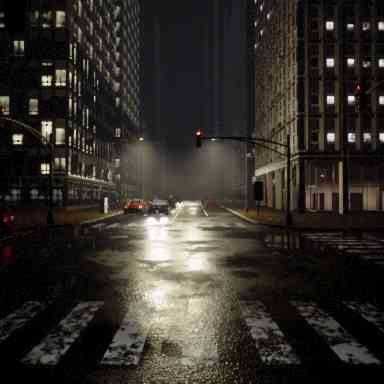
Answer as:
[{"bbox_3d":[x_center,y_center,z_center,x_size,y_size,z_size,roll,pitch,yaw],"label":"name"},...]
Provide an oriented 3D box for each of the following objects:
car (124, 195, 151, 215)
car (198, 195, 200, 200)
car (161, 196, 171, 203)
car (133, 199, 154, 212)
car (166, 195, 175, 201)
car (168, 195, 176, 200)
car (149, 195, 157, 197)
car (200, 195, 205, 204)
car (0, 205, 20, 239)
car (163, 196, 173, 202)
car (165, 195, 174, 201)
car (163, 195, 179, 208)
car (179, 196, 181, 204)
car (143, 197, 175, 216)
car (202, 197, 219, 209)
[{"bbox_3d":[-5.691,1.453,33.818,1.967,1.590,4.097,1,0,0],"label":"car"},{"bbox_3d":[2.672,1.590,61.767,1.947,1.339,4.313,1,0,0],"label":"car"},{"bbox_3d":[-5.713,1.573,72.844,1.887,1.381,4.507,1,0,0],"label":"car"},{"bbox_3d":[-5.697,1.597,39.393,1.802,1.307,4.206,1,0,0],"label":"car"},{"bbox_3d":[-5.722,1.587,89.569,2.008,1.369,4.403,1,0,0],"label":"car"},{"bbox_3d":[-5.725,1.605,95.144,1.947,1.339,4.313,1,0,0],"label":"car"},{"bbox_3d":[-5.694,1.332,44.968,2.192,1.841,5.009,1,0,0],"label":"car"},{"bbox_3d":[2.676,1.547,56.360,1.752,1.417,4.829,1,0,0],"label":"car"},{"bbox_3d":[-10.983,1.376,16.094,4.553,1.767,2.097,0,-1,-13],"label":"car"},{"bbox_3d":[-5.716,1.582,78.419,2.008,1.369,4.403,1,0,0],"label":"car"},{"bbox_3d":[-5.719,1.578,83.994,1.887,1.381,4.507,1,0,0],"label":"car"},{"bbox_3d":[-3.122,1.517,44.709,1.837,1.490,4.892,0,1,0],"label":"car"},{"bbox_3d":[-3.044,1.502,63.588,1.882,1.535,5.008,0,0,0],"label":"car"},{"bbox_3d":[-3.116,1.505,32.247,2.128,1.511,4.902,0,0,0],"label":"car"},{"bbox_3d":[2.680,1.599,45.034,1.802,1.307,4.206,1,0,0],"label":"car"}]
